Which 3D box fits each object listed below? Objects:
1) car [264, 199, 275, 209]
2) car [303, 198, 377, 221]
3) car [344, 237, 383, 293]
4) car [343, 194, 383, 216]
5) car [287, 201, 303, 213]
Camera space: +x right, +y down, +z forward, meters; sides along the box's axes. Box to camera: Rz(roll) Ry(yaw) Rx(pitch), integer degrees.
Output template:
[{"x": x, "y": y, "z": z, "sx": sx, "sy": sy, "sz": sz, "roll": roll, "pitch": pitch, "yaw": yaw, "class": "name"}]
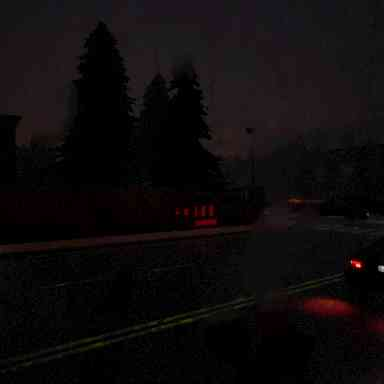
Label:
[{"x": 8.941, "y": 1.526, "z": 44.574, "sx": 1.812, "sy": 1.442, "sz": 4.674, "roll": 0, "pitch": 0, "yaw": -35, "class": "car"}, {"x": 12.224, "y": 1.492, "z": 27.765, "sx": 2.128, "sy": 1.511, "sz": 4.902, "roll": 0, "pitch": 0, "yaw": -35, "class": "car"}, {"x": 5.788, "y": 1.547, "z": 7.900, "sx": 5.357, "sy": 1.411, "sz": 2.033, "roll": 0, "pitch": 0, "yaw": -35, "class": "car"}, {"x": 17.407, "y": 1.222, "z": 32.566, "sx": 2.150, "sy": 2.045, "sz": 5.566, "roll": 0, "pitch": 0, "yaw": -35, "class": "car"}, {"x": 11.882, "y": 1.564, "z": 34.326, "sx": 1.994, "sy": 1.385, "sz": 4.181, "roll": 0, "pitch": 0, "yaw": -35, "class": "car"}]
